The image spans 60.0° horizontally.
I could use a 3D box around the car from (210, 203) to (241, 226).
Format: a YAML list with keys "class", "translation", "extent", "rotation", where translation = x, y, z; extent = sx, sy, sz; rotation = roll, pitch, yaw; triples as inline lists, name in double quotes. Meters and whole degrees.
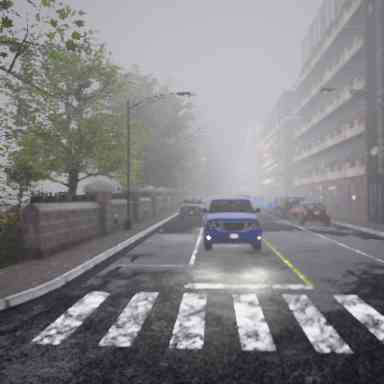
- class: "car"
  translation: [2.342, 1.572, 24.051]
  extent: [1.994, 1.385, 4.181]
  rotation: [-1, 0, 4]

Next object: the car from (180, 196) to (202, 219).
- class: "car"
  translation: [0.117, 1.354, 29.233]
  extent: [2.192, 1.841, 5.009]
  rotation: [1, 0, 4]

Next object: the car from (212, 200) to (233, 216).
- class: "car"
  translation: [3.034, 1.572, 34.025]
  extent: [2.033, 1.411, 5.357]
  rotation: [-1, 0, 4]

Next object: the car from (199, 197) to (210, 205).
- class: "car"
  translation: [2.390, 1.646, 62.295]
  extent: [2.008, 1.369, 4.403]
  rotation: [1, 0, 4]

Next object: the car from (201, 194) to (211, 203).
- class: "car"
  translation: [3.152, 1.429, 73.317]
  extent: [2.192, 1.841, 5.009]
  rotation: [1, 0, 4]

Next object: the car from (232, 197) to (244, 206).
- class: "car"
  translation: [7.799, 1.561, 56.814]
  extent: [1.812, 1.442, 4.674]
  rotation: [-1, 0, 4]

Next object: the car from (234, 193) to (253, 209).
- class: "car"
  translation: [7.091, 1.239, 46.499]
  extent: [2.150, 2.045, 5.566]
  rotation: [-1, 0, 4]

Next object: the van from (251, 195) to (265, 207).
- class: "van"
  translation: [9.993, 1.343, 50.700]
  extent: [1.690, 1.788, 3.998]
  rotation: [0, 0, 4]

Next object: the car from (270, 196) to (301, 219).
- class: "car"
  translation: [8.476, 1.280, 28.657]
  extent: [2.192, 1.841, 5.009]
  rotation: [0, 0, 4]

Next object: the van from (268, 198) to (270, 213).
- class: "van"
  translation: [8.856, 1.315, 34.168]
  extent: [1.690, 1.788, 3.998]
  rotation: [0, 0, 4]

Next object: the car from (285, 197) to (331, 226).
- class: "car"
  translation: [8.096, 1.395, 23.147]
  extent: [1.967, 1.590, 4.097]
  rotation: [0, 0, 4]

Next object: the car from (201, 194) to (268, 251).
- class: "car"
  translation: [1.681, 1.213, 14.500]
  extent: [2.150, 2.045, 5.566]
  rotation: [-1, 0, 4]

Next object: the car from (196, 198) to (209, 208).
- class: "car"
  translation: [1.620, 1.601, 51.106]
  extent: [1.752, 1.417, 4.829]
  rotation: [1, 0, 4]

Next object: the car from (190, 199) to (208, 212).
- class: "car"
  translation: [0.873, 1.624, 40.255]
  extent: [1.947, 1.339, 4.313]
  rotation: [1, 0, 4]

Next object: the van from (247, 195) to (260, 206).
- class: "van"
  translation: [10.373, 1.352, 56.210]
  extent: [1.690, 1.788, 3.998]
  rotation: [0, 0, 4]
